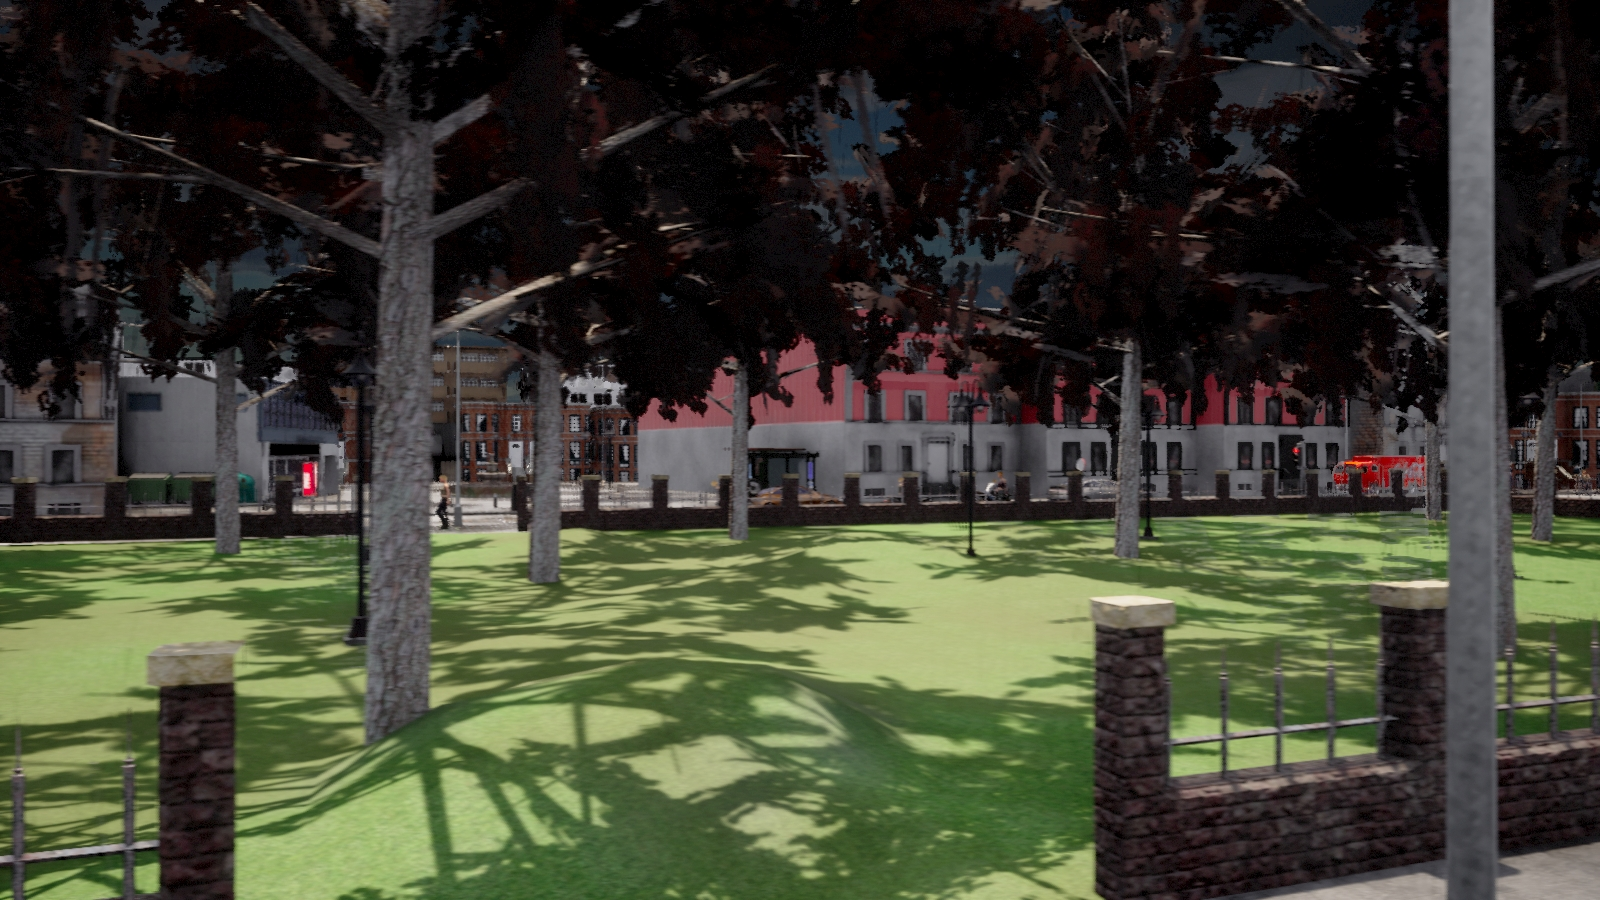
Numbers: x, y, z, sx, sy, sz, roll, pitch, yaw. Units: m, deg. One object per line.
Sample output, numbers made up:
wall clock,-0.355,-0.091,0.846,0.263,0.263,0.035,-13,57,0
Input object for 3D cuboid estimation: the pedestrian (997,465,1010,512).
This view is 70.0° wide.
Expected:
pedestrian,8.139,1.522,45.601,0.375,1.860,0.375,0,0,-20

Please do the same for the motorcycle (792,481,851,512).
motorcycle,0.891,1.947,48.093,2.356,1.277,0.764,0,0,-20

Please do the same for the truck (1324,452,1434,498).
truck,32.261,1.338,63.726,5.204,2.467,2.627,0,0,-20

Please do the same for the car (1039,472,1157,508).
car,13.744,1.822,52.734,4.902,1.511,2.128,0,0,-20

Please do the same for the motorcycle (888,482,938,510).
motorcycle,4.896,1.989,49.557,2.033,1.145,0.803,0,0,-20

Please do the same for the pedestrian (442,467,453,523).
pedestrian,-11.885,1.522,38.515,0.375,1.860,0.375,0,0,-17
